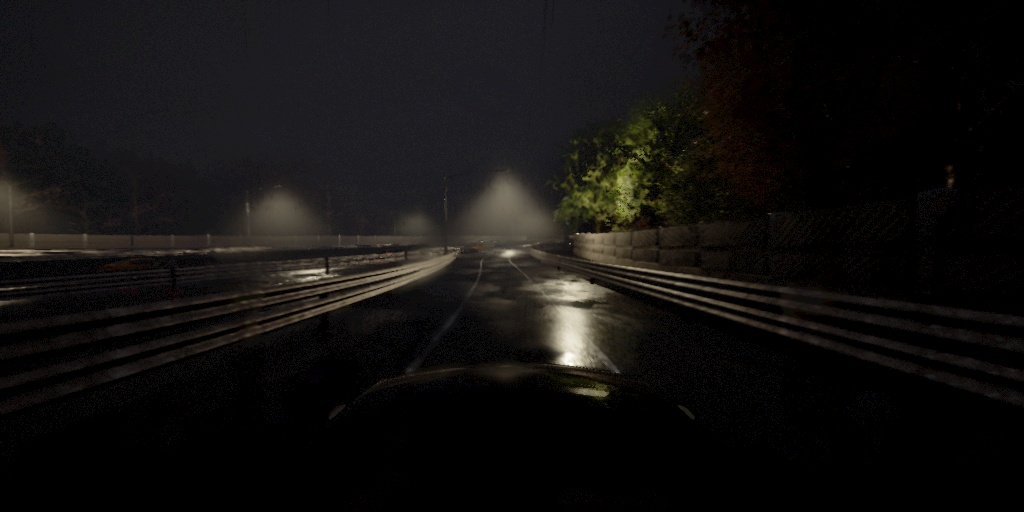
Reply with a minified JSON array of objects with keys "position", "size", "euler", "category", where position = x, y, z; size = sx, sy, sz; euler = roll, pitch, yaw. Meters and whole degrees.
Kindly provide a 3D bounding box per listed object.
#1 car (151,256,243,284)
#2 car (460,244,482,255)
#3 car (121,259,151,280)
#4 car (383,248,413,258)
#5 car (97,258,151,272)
[{"position":[-21.721,0.832,25.290],"size":[2.097,1.767,4.553],"euler":[1,3,21],"category":"car"},{"position":[-7.366,-0.994,61.709],"size":[1.994,1.385,4.181],"euler":[2,4,22],"category":"car"},{"position":[-24.988,1.033,26.559],"size":[1.895,1.301,4.718],"euler":[1,3,21],"category":"car"},{"position":[-15.804,-0.391,49.977],"size":[1.837,1.490,4.892],"euler":[1,3,22],"category":"car"},{"position":[-28.290,0.869,27.710],"size":[1.882,1.535,5.008],"euler":[1,3,21],"category":"car"}]
